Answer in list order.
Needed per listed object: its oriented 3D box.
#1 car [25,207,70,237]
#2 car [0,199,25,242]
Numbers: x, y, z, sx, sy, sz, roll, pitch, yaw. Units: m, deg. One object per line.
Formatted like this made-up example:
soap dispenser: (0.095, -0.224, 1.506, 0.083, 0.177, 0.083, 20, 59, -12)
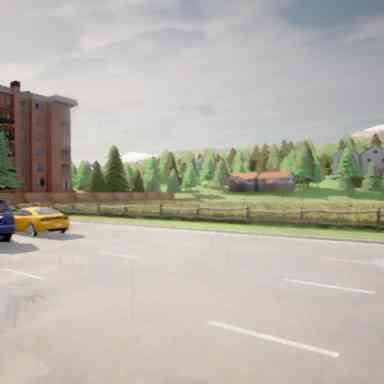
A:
car: (-9.100, 1.615, 19.078, 5.008, 1.535, 1.882, 0, 0, 35)
car: (-10.595, 1.356, 15.845, 5.566, 2.045, 2.150, 0, 0, 35)
